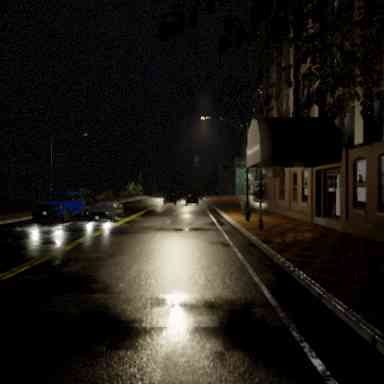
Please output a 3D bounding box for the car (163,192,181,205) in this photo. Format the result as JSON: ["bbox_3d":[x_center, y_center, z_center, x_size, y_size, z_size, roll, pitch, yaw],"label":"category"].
[{"bbox_3d":[-3.232,1.115,49.817,2.128,1.511,4.902,0,0,0],"label":"car"}]

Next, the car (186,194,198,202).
[{"bbox_3d":[0.022,1.091,60.235,2.033,1.411,5.357,0,0,0],"label":"car"}]

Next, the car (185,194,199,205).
[{"bbox_3d":[0.018,1.184,50.233,1.994,1.385,4.181,0,0,0],"label":"car"}]

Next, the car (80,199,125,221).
[{"bbox_3d":[-6.511,1.356,25.570,2.033,1.411,5.357,0,0,1],"label":"car"}]

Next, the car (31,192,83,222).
[{"bbox_3d":[-9.770,1.038,24.872,2.150,2.045,5.566,0,0,1],"label":"car"}]
